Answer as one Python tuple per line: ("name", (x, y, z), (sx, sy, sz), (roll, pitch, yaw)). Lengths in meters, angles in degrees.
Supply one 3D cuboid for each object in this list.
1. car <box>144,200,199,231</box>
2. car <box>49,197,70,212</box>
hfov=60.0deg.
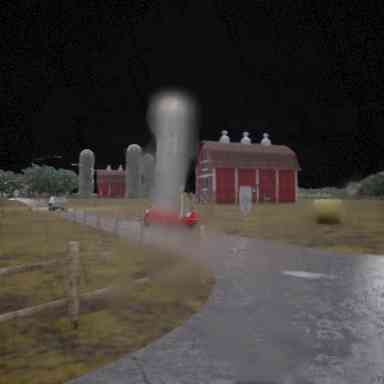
("car", (-1.611, 1.624, 23.772), (2.150, 2.045, 5.566), (3, -2, -29))
("car", (-19.257, 1.732, 48.185), (2.150, 2.045, 5.566), (2, -1, -31))
